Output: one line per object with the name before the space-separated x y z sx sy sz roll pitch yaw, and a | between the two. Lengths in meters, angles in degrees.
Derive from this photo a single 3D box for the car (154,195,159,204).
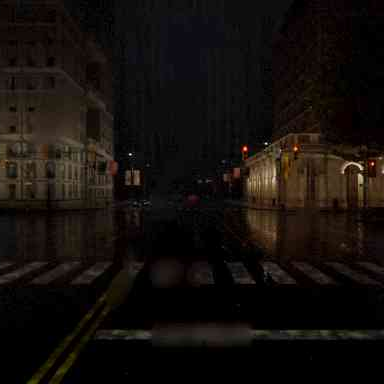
car | -7.080 1.564 61.591 1.994 1.385 4.181 0 0 1

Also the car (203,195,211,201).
car | 3.633 1.464 78.607 2.033 1.411 5.357 0 0 1

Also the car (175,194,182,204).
car | -3.566 1.547 62.461 2.033 1.411 5.357 0 0 1

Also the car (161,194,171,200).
car | -6.780 1.314 87.506 2.033 1.411 5.357 0 0 1

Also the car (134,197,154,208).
car | -7.117 1.504 48.256 1.837 1.490 4.892 0 0 0

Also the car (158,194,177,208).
car | -3.535 1.504 48.259 1.837 1.490 4.892 0 0 -2

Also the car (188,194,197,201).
car | 0.133 1.279 78.610 2.097 1.767 4.553 0 0 1

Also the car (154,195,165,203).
car | -6.933 1.500 71.951 1.837 1.490 4.892 0 0 1
